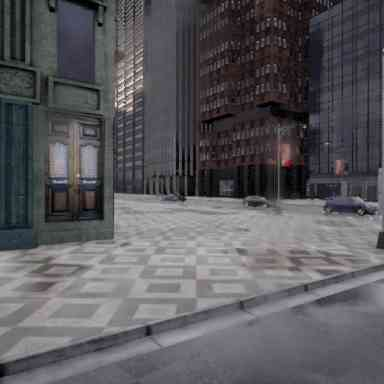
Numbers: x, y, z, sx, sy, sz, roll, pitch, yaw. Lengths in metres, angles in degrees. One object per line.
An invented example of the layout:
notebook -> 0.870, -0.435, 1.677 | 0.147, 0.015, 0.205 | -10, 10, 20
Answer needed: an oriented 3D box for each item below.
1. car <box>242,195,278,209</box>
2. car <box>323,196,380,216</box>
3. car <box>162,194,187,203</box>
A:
car -> 7.983, 1.148, 38.721 | 1.837, 1.490, 4.892 | 0, 0, -35
car -> 14.272, 1.135, 29.792 | 2.097, 1.767, 4.553 | 0, 1, -35
car -> -2.977, 0.950, 54.362 | 2.033, 1.411, 5.357 | 0, 1, -35
